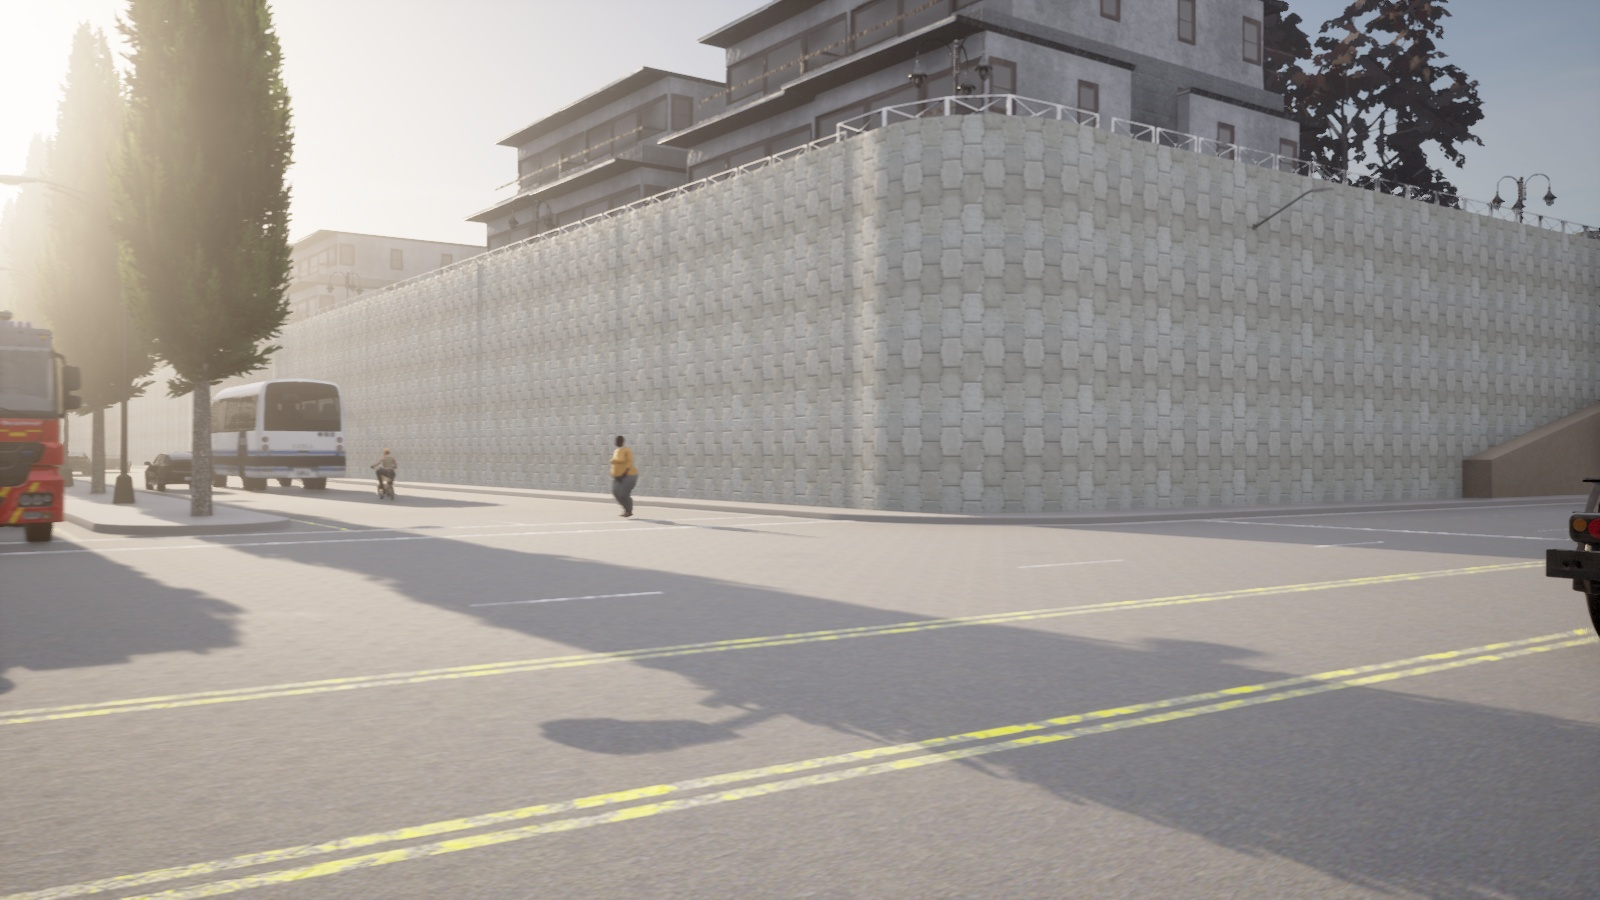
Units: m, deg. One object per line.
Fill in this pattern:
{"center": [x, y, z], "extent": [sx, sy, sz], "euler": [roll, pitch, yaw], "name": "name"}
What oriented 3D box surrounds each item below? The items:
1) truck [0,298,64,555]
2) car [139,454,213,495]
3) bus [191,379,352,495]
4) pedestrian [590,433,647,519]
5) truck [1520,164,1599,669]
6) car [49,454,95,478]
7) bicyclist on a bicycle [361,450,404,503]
{"center": [-14.890, -0.335, 21.814], "extent": [2.891, 3.827, 8.468], "euler": [0, 0, -35], "name": "truck"}
{"center": [-24.352, 0.921, 48.952], "extent": [1.837, 1.490, 4.892], "euler": [0, 0, -35], "name": "car"}
{"center": [-21.878, -0.459, 51.518], "extent": [3.944, 4.253, 10.273], "euler": [0, 0, -35], "name": "bus"}
{"center": [-3.996, 0.566, 27.645], "extent": [0.874, 1.855, 0.900], "euler": [0, 0, 43], "name": "pedestrian"}
{"center": [9.268, -0.232, 10.114], "extent": [7.936, 3.462, 2.891], "euler": [0, 0, -35], "name": "truck"}
{"center": [-46.404, 0.990, 80.003], "extent": [2.128, 1.511, 4.902], "euler": [0, 0, -35], "name": "car"}
{"center": [-12.936, 0.804, 38.912], "extent": [0.866, 1.612, 1.509], "euler": [0, 0, -35], "name": "bicyclist on a bicycle"}
